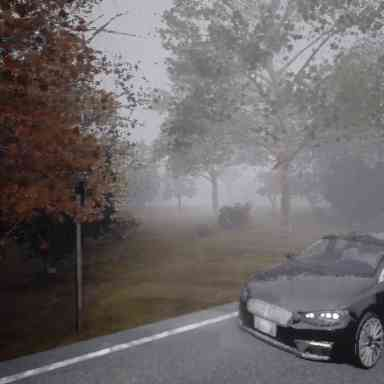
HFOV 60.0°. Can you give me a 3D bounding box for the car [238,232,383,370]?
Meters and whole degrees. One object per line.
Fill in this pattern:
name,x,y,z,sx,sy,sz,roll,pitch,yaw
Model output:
car,2.950,1.501,5.791,4.902,1.511,2.128,0,0,-36
